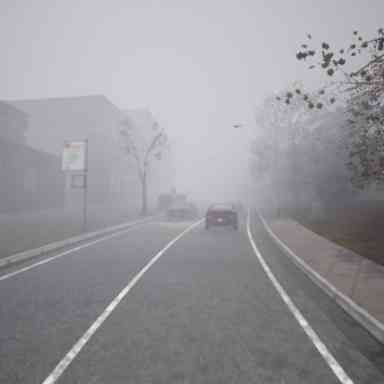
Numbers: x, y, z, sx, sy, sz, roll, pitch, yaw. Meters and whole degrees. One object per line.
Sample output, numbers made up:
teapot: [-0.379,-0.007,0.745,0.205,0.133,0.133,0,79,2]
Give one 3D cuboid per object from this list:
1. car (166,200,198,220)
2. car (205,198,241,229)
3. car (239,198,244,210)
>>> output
car: [-0.762,1.454,27.632,1.882,1.535,5.008,-1,0,10]
car: [1.955,1.419,21.143,1.882,1.535,5.008,-1,0,8]
car: [5.346,1.423,41.390,1.812,1.442,4.674,-1,0,10]
